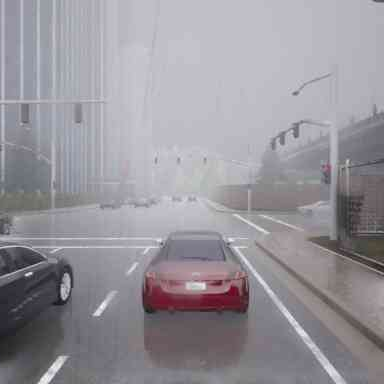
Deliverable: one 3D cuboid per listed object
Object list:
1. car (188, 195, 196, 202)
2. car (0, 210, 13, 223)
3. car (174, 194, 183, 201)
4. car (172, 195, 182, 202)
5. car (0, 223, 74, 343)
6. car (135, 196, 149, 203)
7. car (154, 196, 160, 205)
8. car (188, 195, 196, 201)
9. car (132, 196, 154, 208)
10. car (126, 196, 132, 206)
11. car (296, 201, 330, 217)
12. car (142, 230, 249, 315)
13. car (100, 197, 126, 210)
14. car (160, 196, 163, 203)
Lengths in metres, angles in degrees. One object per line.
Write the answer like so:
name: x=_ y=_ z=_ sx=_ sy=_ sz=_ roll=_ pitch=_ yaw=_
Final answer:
car: x=0.027 y=1.478 z=74.784 sx=1.882 sy=1.535 sz=5.008 roll=0 pitch=0 yaw=0
car: x=-10.596 y=1.517 z=16.047 sx=1.837 sy=1.490 sz=4.892 roll=0 pitch=-1 yaw=0
car: x=-3.478 y=1.386 z=84.663 sx=2.128 sy=1.511 sz=4.902 roll=0 pitch=0 yaw=0
car: x=-3.481 y=1.495 z=74.239 sx=1.837 sy=1.490 sz=4.892 roll=0 pitch=0 yaw=0
car: x=-3.440 y=1.505 z=5.192 sx=1.837 sy=1.490 sz=4.892 roll=0 pitch=0 yaw=0
car: x=-10.482 y=1.524 z=69.941 sx=2.128 sy=1.511 sz=4.902 roll=0 pitch=0 yaw=0
car: x=-7.068 y=1.601 z=57.144 sx=1.895 sy=1.301 sz=4.718 roll=0 pitch=0 yaw=0
car: x=0.022 y=1.478 z=85.191 sx=1.882 sy=1.535 sz=5.008 roll=0 pitch=0 yaw=0
car: x=-7.067 y=1.526 z=48.065 sx=1.812 sy=1.442 sz=4.674 roll=0 pitch=0 yaw=0
car: x=-10.572 y=1.492 z=55.123 sx=2.128 sy=1.511 sz=4.902 roll=0 pitch=0 yaw=0
car: x=12.375 y=1.581 z=31.745 sx=4.674 sy=1.442 sz=1.812 roll=0 pitch=0 yaw=-3
car: x=0.074 y=1.564 z=7.647 sx=1.994 sy=1.385 sz=4.181 roll=0 pitch=0 yaw=0
car: x=-10.587 y=1.547 z=43.775 sx=2.033 sy=1.411 sz=5.357 roll=0 pitch=0 yaw=0
car: x=-7.003 y=1.492 z=67.395 sx=2.128 sy=1.511 sz=4.902 roll=0 pitch=0 yaw=0
